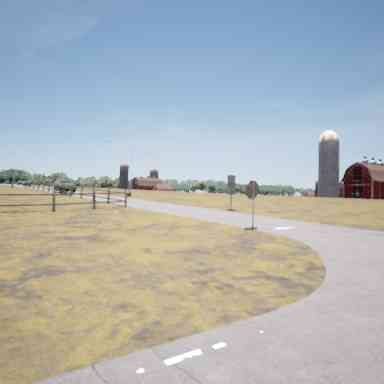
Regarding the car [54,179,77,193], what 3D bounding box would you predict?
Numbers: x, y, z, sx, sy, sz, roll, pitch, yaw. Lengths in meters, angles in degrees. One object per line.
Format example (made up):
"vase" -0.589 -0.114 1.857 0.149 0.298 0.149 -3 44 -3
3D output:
"car" -18.994 -0.883 49.663 2.150 2.045 5.566 2 1 -36
